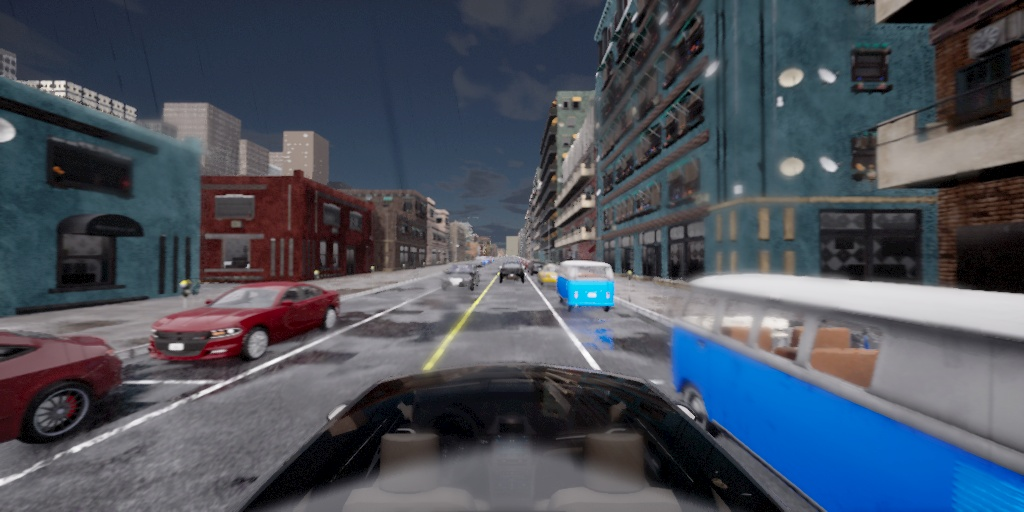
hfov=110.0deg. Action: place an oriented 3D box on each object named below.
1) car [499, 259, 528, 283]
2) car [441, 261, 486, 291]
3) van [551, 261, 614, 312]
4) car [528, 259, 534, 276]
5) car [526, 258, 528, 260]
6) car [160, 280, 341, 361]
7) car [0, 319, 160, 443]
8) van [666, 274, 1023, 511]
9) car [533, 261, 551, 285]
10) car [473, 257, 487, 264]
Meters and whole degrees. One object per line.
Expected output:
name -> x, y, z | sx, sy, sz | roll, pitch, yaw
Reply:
car -> 0.011, 1.209, 28.076 | 1.882, 1.535, 5.008 | 0, 0, 0
car -> -3.007, 1.231, 21.728 | 2.128, 1.511, 4.902 | 0, 0, 0
van -> 2.689, 1.084, 13.938 | 1.690, 1.789, 3.998 | 0, 0, 0
car -> 2.686, 1.288, 36.261 | 1.948, 1.339, 4.313 | 0, 0, 0
car -> 2.686, 1.280, 41.842 | 1.948, 1.339, 4.313 | 0, 0, 0
car -> -5.691, 1.291, 8.320 | 1.888, 1.381, 4.507 | 0, 0, 0
car -> -5.690, 1.331, 2.739 | 1.802, 1.307, 4.207 | 0, 0, 0
van -> 2.691, 1.091, 2.775 | 1.690, 1.789, 3.998 | 0, 0, 0
car -> 2.688, 1.260, 25.269 | 1.751, 1.417, 4.829 | 0, 0, 0
car -> -5.698, 1.254, 58.542 | 1.948, 1.339, 4.313 | 0, 0, 0
